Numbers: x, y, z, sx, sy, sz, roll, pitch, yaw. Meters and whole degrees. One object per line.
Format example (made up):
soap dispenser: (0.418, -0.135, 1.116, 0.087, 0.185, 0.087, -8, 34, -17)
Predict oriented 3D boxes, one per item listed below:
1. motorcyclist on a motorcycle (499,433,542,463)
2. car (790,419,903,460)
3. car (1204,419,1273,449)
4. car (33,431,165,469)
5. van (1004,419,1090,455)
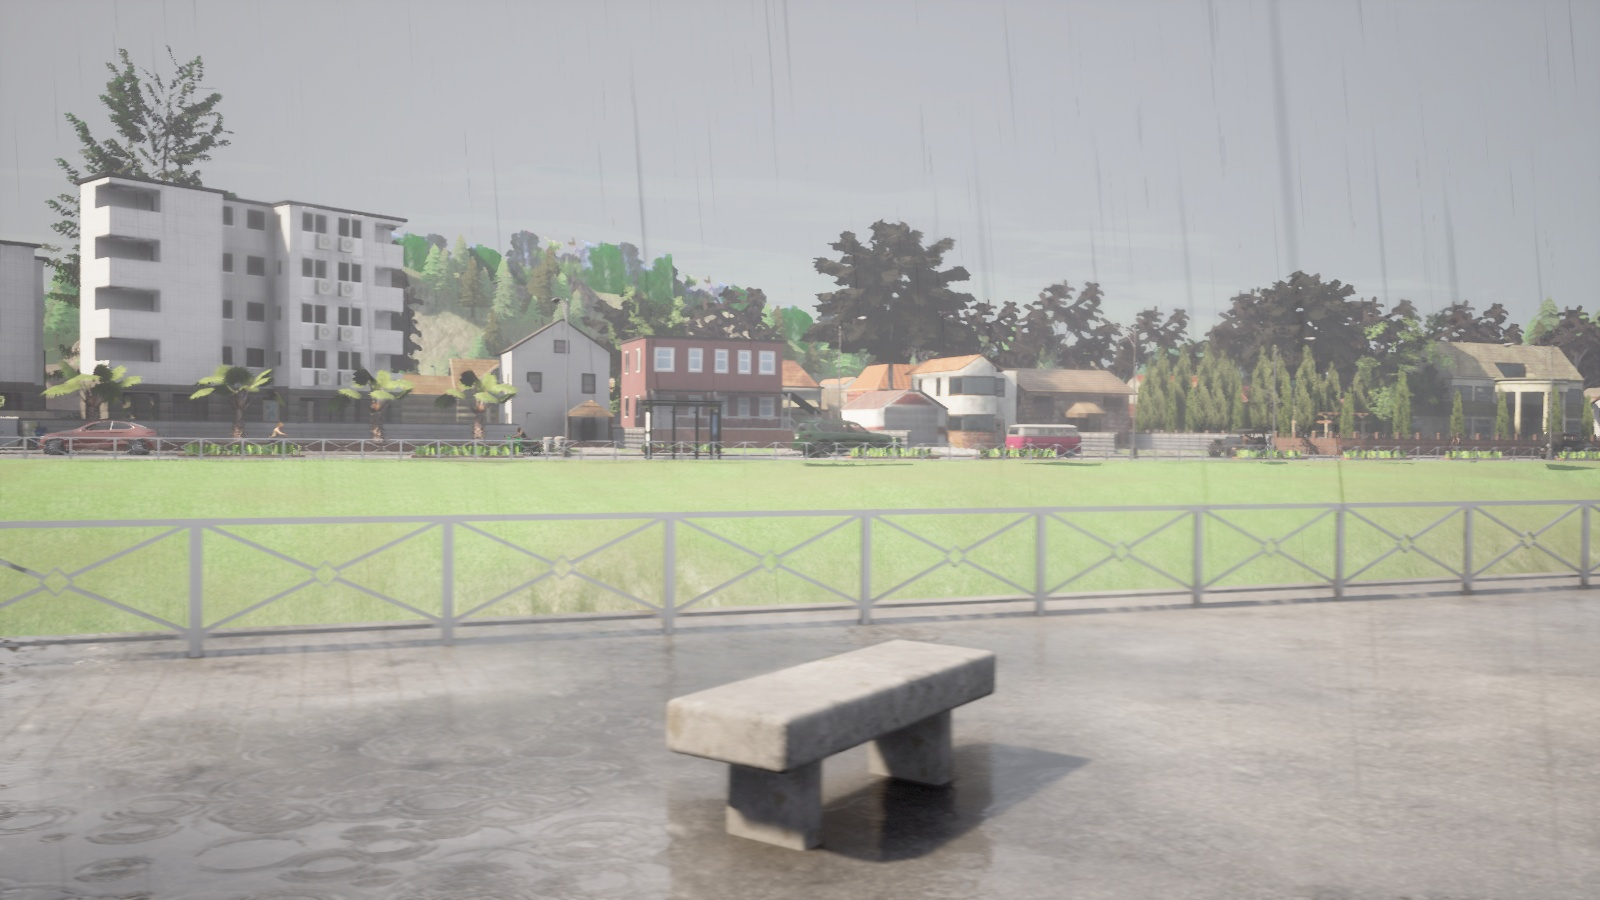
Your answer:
motorcyclist on a motorcycle: (-14.315, -0.112, 64.345, 2.044, 1.523, 0.797, -1, 1, -21)
car: (2.439, -0.590, 66.420, 5.566, 2.045, 2.150, -1, 1, -21)
car: (28.090, -1.019, 80.431, 3.866, 1.878, 1.905, -1, 1, -21)
car: (-32.062, -0.014, 57.609, 5.027, 1.651, 2.152, -1, 1, -21)
van: (13.926, -0.752, 70.778, 4.442, 1.987, 1.775, -1, 1, -21)
